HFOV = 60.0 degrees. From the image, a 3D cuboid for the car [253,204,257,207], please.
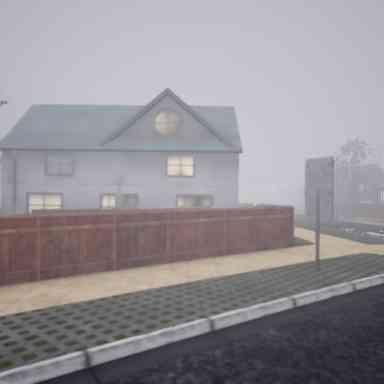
[{"bbox_3d":[11.470,2.943,61.948,1.837,1.490,4.892,1,-2,0],"label":"car"}]
